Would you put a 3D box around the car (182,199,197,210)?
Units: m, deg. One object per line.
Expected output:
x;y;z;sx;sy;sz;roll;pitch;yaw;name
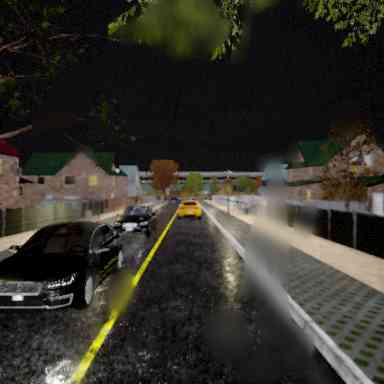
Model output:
-0.329;1.673;45.381;1.895;1.301;4.718;0;0;0;car

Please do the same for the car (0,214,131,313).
-2.907;1.517;7.963;1.837;1.490;4.892;0;0;0;car

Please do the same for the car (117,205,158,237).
-2.996;1.514;18.377;2.128;1.511;4.902;0;0;0;car

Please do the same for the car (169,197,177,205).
-3.333;1.652;62.244;1.812;1.442;4.674;0;0;0;car

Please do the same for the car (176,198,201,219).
-0.194;1.512;29.635;1.882;1.535;5.008;0;0;0;car
